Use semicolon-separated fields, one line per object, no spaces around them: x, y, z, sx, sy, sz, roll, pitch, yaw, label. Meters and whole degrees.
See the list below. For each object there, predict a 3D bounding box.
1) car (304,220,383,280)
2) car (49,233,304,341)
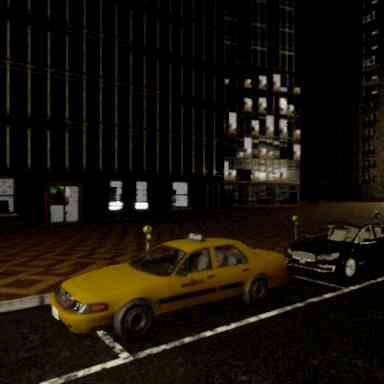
4.635;1.548;9.863;4.403;1.369;2.008;0;0;-35;car
-0.118;1.525;6.474;4.829;1.417;1.752;0;0;-35;car
